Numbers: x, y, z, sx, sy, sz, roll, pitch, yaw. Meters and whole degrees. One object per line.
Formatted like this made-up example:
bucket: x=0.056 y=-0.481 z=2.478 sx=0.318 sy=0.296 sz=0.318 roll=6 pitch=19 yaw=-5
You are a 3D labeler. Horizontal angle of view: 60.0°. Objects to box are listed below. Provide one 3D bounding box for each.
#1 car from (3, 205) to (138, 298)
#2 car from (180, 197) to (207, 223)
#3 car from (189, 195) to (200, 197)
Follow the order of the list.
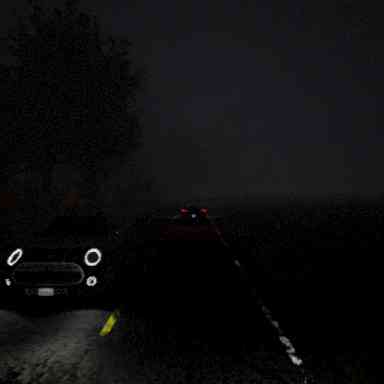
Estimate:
car: x=-2.764 y=1.291 z=8.569 sx=2.097 sy=1.767 sz=4.553 roll=0 pitch=1 yaw=0
car: x=0.107 y=1.343 z=23.772 sx=1.812 sy=1.442 sz=4.674 roll=0 pitch=1 yaw=0
car: x=0.319 y=1.141 z=41.684 sx=2.128 sy=1.511 sz=4.902 roll=0 pitch=1 yaw=3
